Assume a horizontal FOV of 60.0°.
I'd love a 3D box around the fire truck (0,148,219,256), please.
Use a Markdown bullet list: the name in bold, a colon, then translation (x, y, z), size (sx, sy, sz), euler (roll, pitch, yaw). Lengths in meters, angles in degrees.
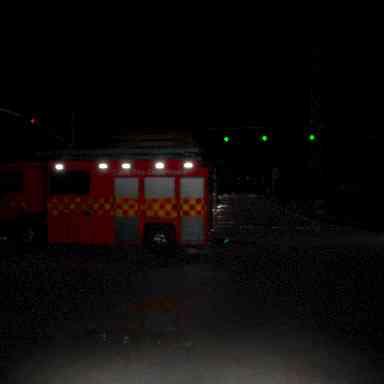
- **fire truck**: translation (-3.341, 0.313, 13.290), size (8.468, 3.827, 2.891), euler (0, 0, 8)
